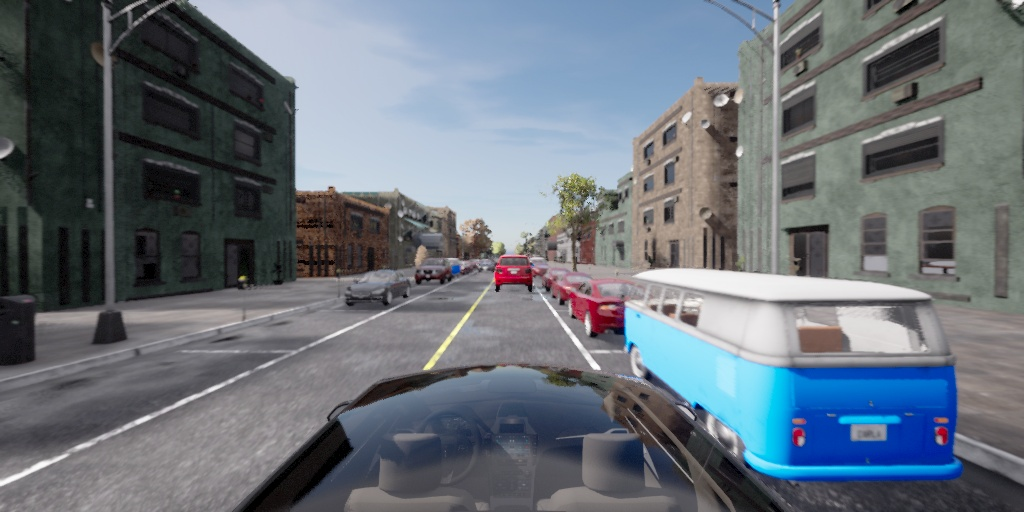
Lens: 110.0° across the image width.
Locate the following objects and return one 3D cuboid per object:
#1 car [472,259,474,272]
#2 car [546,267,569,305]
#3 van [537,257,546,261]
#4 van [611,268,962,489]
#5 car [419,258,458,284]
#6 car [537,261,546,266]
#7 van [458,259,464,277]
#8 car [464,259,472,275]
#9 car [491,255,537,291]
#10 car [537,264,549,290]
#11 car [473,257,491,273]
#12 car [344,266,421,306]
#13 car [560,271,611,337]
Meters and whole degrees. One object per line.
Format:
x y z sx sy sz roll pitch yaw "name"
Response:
-5.671 1.295 43.390 1.888 1.381 4.507 0 0 0 "car"
2.699 1.332 15.647 1.802 1.307 4.207 0 0 0 "car"
2.708 1.090 37.840 1.690 1.789 3.998 0 0 0 "van"
2.696 1.091 4.550 1.690 1.789 3.998 0 0 0 "van"
-5.677 1.065 26.744 2.192 1.841 5.009 0 0 0 "car"
2.706 1.331 32.292 1.802 1.307 4.207 0 0 0 "car"
-5.675 1.091 32.293 1.690 1.789 3.998 0 0 0 "van"
-5.673 1.190 37.841 1.967 1.591 4.097 0 0 0 "car"
0.109 0.971 21.981 2.150 2.045 5.566 0 0 0 "car"
2.702 1.332 21.195 1.802 1.307 4.207 0 0 0 "car"
-2.993 1.242 42.822 2.128 1.511 4.902 0 0 0 "car"
-5.681 1.301 15.648 2.007 1.370 4.403 0 0 0 "car"
2.698 1.295 10.098 1.888 1.381 4.507 0 0 0 "car"
